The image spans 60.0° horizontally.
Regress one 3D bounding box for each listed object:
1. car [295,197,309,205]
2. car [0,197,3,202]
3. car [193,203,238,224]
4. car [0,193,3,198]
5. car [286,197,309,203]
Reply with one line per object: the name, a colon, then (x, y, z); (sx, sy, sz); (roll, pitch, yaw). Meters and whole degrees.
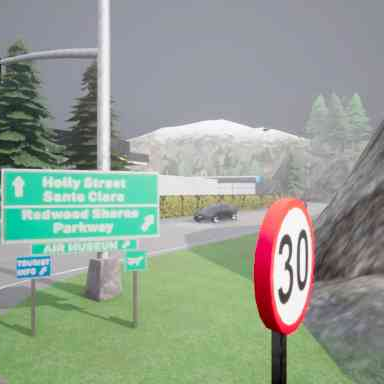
car: (12.728, 1.739, 41.945); (2.033, 1.411, 5.357); (0, 0, 37)
car: (-12.386, 1.504, 26.071); (1.905, 1.878, 3.866); (0, 0, 35)
car: (2.019, 1.697, 27.297); (1.837, 1.490, 4.892); (0, 0, 36)
car: (-38.583, 1.489, 70.017); (4.514, 1.523, 2.007); (0, 0, 35)
car: (24.670, 1.787, 77.874); (4.718, 1.301, 1.895); (0, 0, 35)
